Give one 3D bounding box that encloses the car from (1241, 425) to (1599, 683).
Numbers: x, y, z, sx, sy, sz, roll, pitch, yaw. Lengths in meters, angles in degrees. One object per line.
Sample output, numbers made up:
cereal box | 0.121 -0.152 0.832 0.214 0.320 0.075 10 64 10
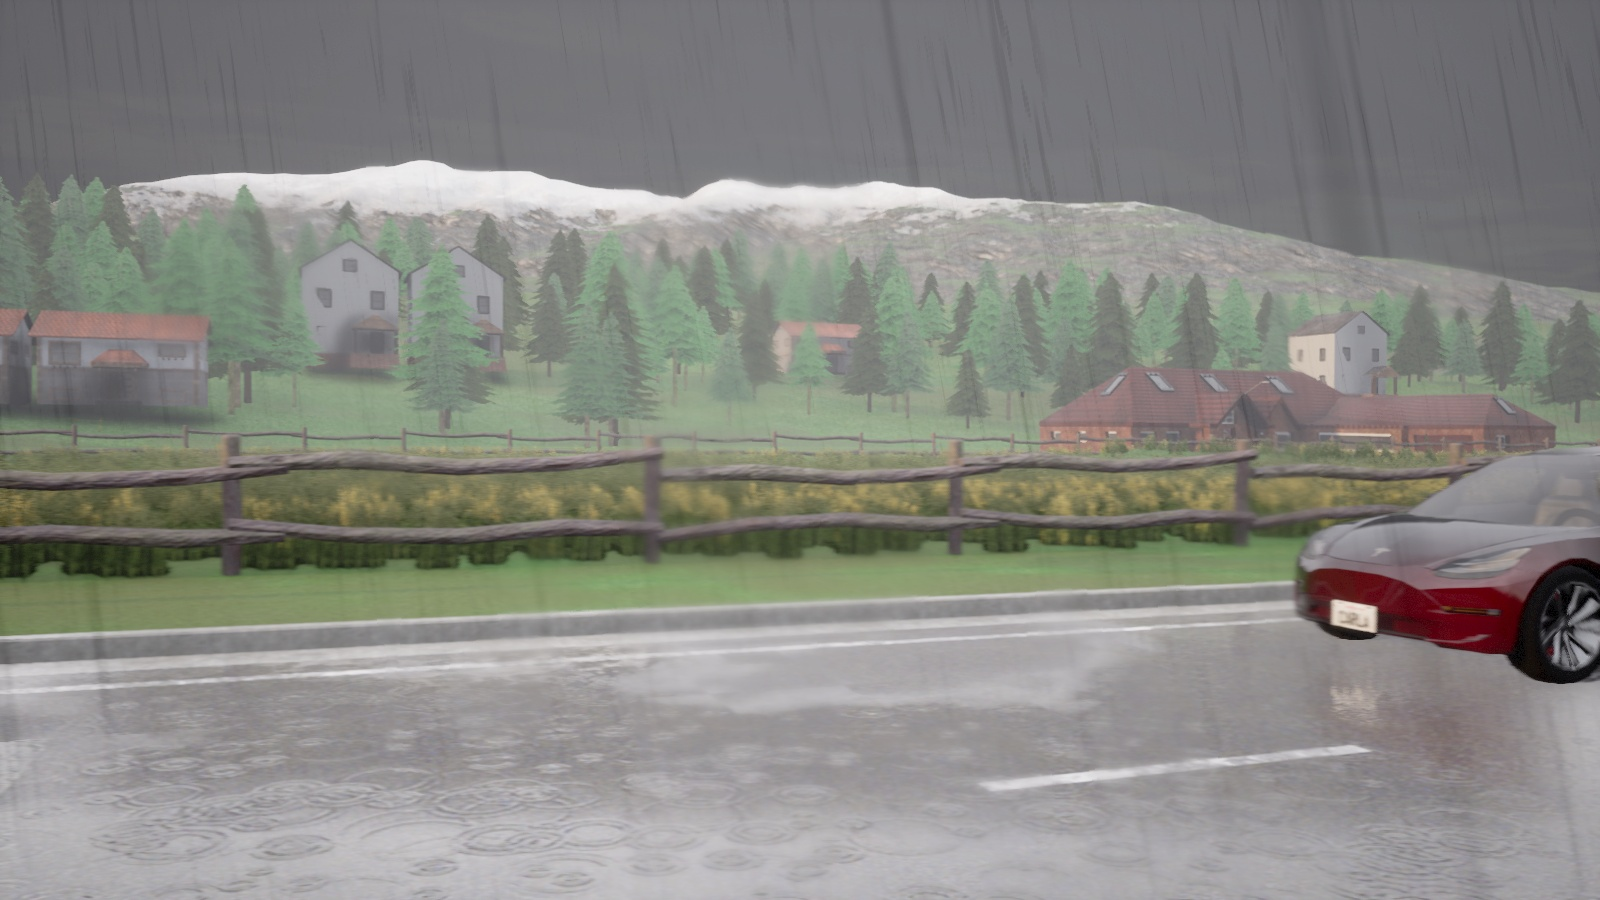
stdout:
car | 5.921 0.568 9.205 4.792 1.488 2.163 -1 1 -20
